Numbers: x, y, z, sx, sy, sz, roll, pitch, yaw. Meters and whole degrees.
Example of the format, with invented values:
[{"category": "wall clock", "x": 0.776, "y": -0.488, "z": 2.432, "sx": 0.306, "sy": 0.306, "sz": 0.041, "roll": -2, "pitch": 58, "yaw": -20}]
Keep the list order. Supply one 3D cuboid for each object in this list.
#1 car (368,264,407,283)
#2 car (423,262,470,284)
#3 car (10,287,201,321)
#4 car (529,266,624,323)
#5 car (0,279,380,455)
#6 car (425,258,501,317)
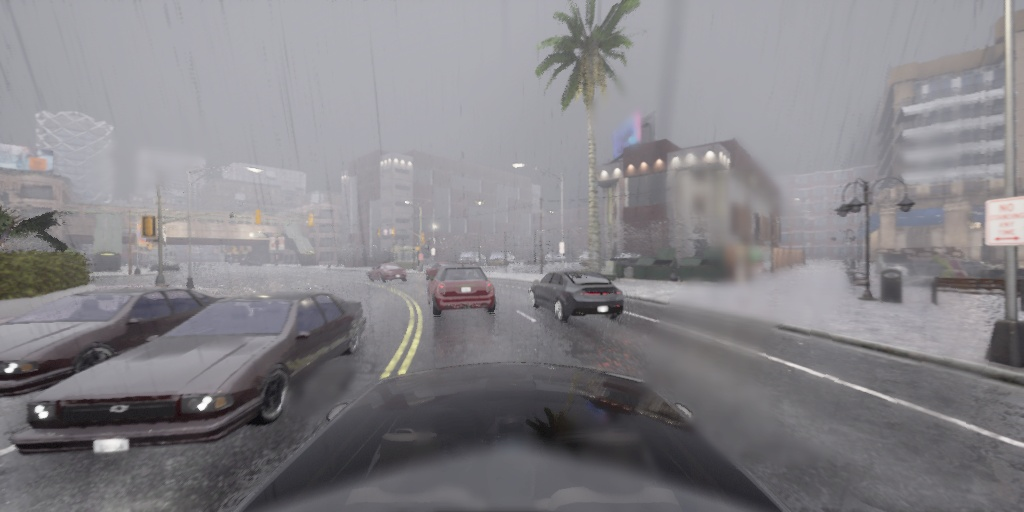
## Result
[{"category": "car", "x": -9.901, "y": 1.325, "z": 28.467, "sx": 1.812, "sy": 1.442, "sz": 4.674, "roll": 0, "pitch": 0, "yaw": -38}, {"category": "car", "x": -5.268, "y": 1.237, "z": 28.092, "sx": 1.882, "sy": 1.535, "sz": 5.008, "roll": 0, "pitch": 0, "yaw": -32}, {"category": "car", "x": -7.617, "y": 1.356, "z": 7.010, "sx": 2.033, "sy": 1.411, "sz": 5.357, "roll": 0, "pitch": 0, "yaw": -10}, {"category": "car", "x": 1.953, "y": 1.223, "z": 12.215, "sx": 1.837, "sy": 1.490, "sz": 4.892, "roll": 0, "pitch": 0, "yaw": -13}, {"category": "car", "x": -3.942, "y": 1.326, "z": 5.887, "sx": 2.033, "sy": 1.411, "sz": 5.357, "roll": 0, "pitch": 0, "yaw": -7}, {"category": "car", "x": -2.063, "y": 1.105, "z": 13.640, "sx": 2.097, "sy": 1.767, "sz": 4.553, "roll": -1, "pitch": 0, "yaw": -16}]
